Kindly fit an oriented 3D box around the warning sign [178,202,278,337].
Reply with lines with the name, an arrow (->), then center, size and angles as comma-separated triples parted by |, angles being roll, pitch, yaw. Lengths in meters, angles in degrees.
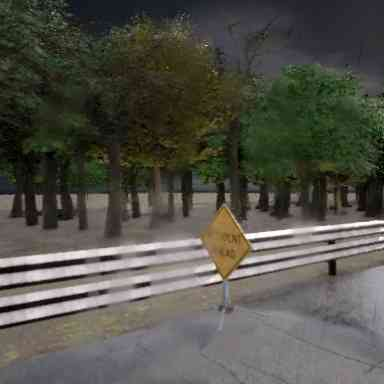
warning sign -> 0.566, 1.122, 5.557 | 1.060, 1.860, 1.300 | 0, 1, -36
